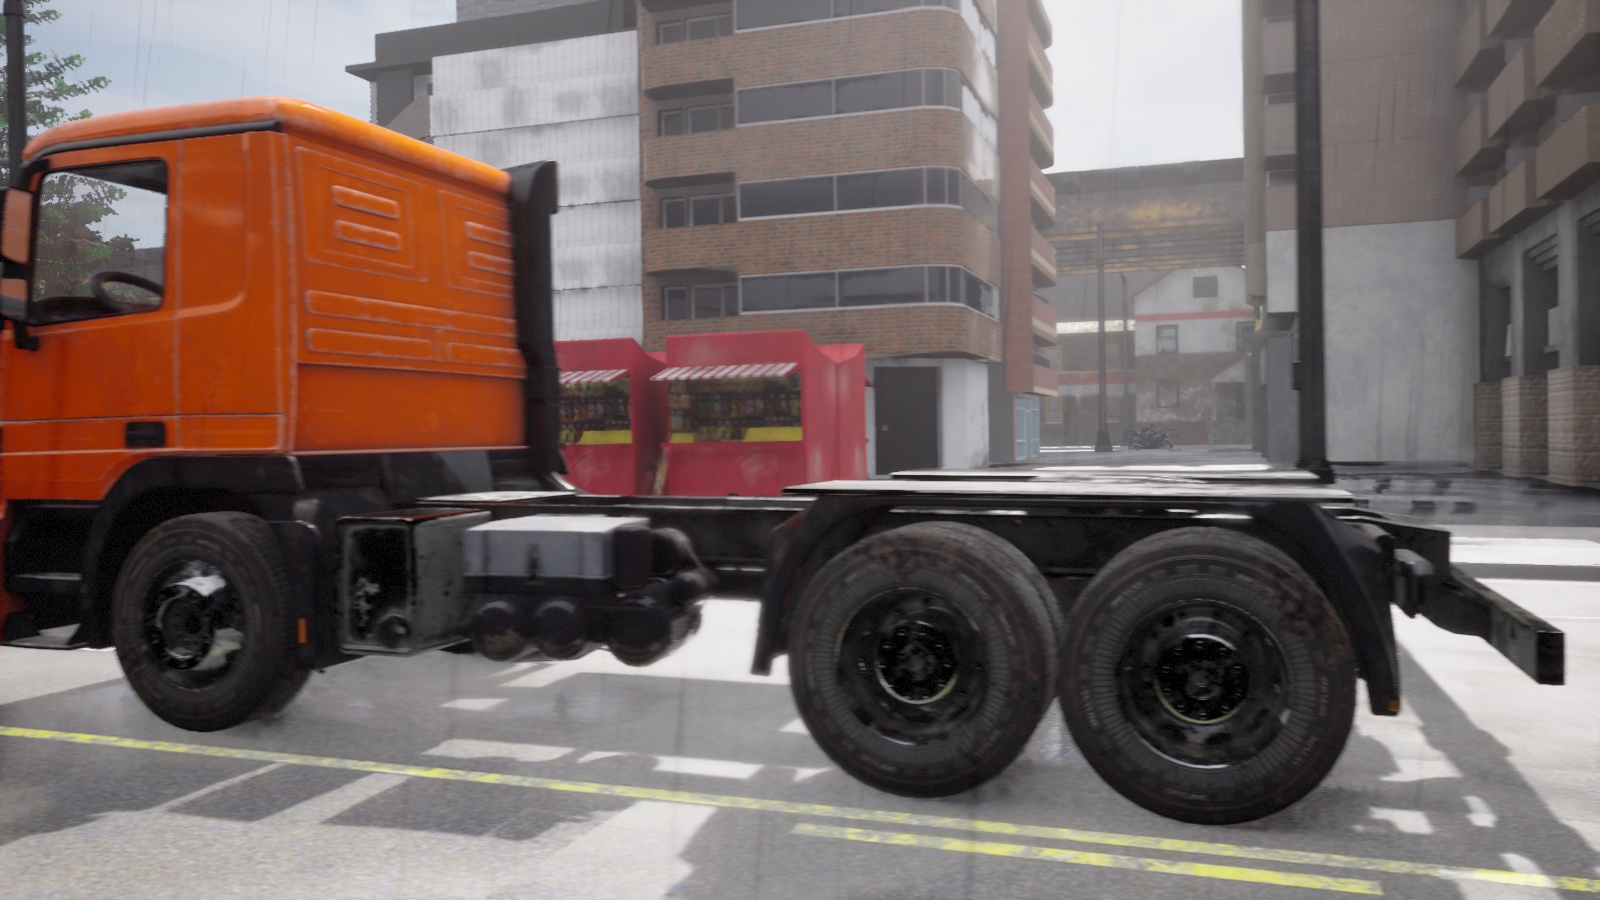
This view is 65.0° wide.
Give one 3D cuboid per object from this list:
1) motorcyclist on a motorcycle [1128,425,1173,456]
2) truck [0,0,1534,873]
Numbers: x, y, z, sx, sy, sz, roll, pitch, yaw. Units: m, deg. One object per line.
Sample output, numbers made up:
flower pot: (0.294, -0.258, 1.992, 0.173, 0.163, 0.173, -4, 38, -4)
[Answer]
motorcyclist on a motorcycle: (18.053, -0.481, 64.663, 2.191, 1.530, 0.866, 0, 1, 19)
truck: (-0.702, -0.271, 7.107, 7.936, 3.462, 2.891, 1, 1, 19)
